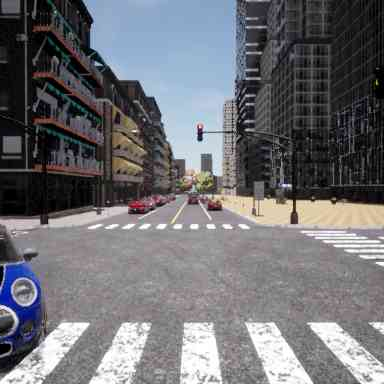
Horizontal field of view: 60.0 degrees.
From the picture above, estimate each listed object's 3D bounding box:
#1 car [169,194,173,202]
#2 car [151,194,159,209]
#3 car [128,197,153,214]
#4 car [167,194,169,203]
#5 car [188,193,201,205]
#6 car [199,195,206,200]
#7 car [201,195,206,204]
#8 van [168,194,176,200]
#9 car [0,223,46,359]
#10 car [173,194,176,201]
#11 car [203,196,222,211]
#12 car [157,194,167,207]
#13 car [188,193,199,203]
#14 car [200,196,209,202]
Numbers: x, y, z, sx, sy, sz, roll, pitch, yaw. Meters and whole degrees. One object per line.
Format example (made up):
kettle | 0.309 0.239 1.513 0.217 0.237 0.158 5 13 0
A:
car | -5.552 1.583 69.295 1.802 1.307 4.206 -1 0 0
car | -5.614 1.436 41.050 1.967 1.590 4.097 -1 0 0
car | -5.625 1.540 35.401 1.887 1.381 4.507 -1 0 0
car | -5.578 1.438 57.996 1.967 1.590 4.097 -1 0 0
car | 0.229 1.477 59.769 1.882 1.535 5.008 0 0 0
car | 2.843 1.534 92.100 1.752 1.417 4.829 -1 0 0
car | 2.783 1.551 63.685 2.008 1.369 4.403 -1 0 0
van | -5.507 1.350 91.889 1.690 1.788 3.998 -1 0 0
car | -3.922 1.409 5.825 2.097 1.767 4.553 0 -1 -30
car | -5.519 1.321 86.241 2.192 1.841 5.009 -1 0 0
car | 2.734 1.540 41.089 1.887 1.381 4.507 -1 0 0
car | -5.592 1.312 52.348 2.192 1.841 5.009 -1 0 0
car | 0.265 1.223 70.034 2.150 2.045 5.566 0 0 0
car | 2.807 1.548 74.983 1.887 1.381 4.507 -1 0 0
